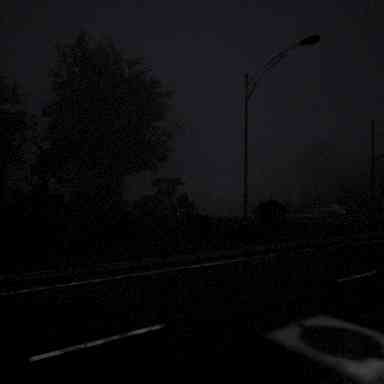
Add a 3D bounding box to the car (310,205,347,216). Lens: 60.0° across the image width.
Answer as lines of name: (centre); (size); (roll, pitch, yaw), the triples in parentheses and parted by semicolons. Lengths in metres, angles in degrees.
car: (17.320, 2.331, 42.450); (1.812, 1.442, 4.674); (1, -3, -32)
